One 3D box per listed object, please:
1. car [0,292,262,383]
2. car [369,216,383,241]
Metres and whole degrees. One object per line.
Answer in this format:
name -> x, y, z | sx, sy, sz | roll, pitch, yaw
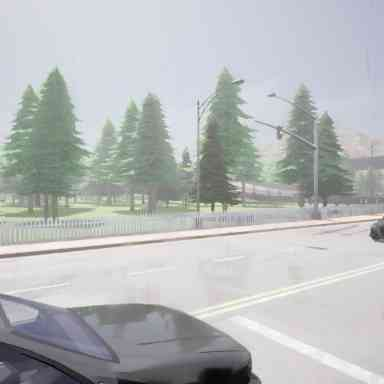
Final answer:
car -> -1.951, 1.547, 2.374 | 5.357, 1.411, 2.033 | 0, 0, -36
car -> 10.093, 1.564, 15.474 | 4.181, 1.385, 1.994 | 0, 0, -35
